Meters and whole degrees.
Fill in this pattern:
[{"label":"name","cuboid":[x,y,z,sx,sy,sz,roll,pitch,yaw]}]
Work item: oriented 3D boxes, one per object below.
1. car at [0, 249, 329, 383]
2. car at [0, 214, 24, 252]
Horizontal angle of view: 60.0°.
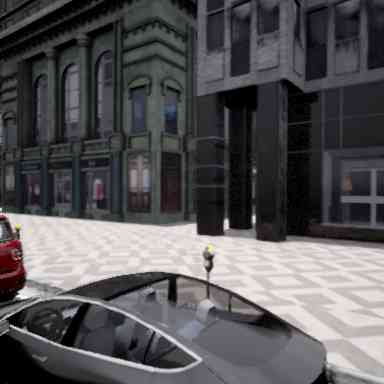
[{"label":"car","cuboid":[-0.812,1.555,3.541,4.313,1.339,1.947,0,0,36]},{"label":"car","cuboid":[-5.400,1.279,6.814,5.009,1.841,2.192,0,0,36]}]
